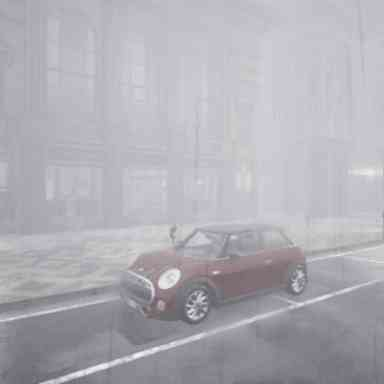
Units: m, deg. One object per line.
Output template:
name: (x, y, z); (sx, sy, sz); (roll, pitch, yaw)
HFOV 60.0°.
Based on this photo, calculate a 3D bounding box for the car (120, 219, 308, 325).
car: (0.566, 1.442, 7.048); (4.097, 1.590, 1.967); (0, 0, -35)
